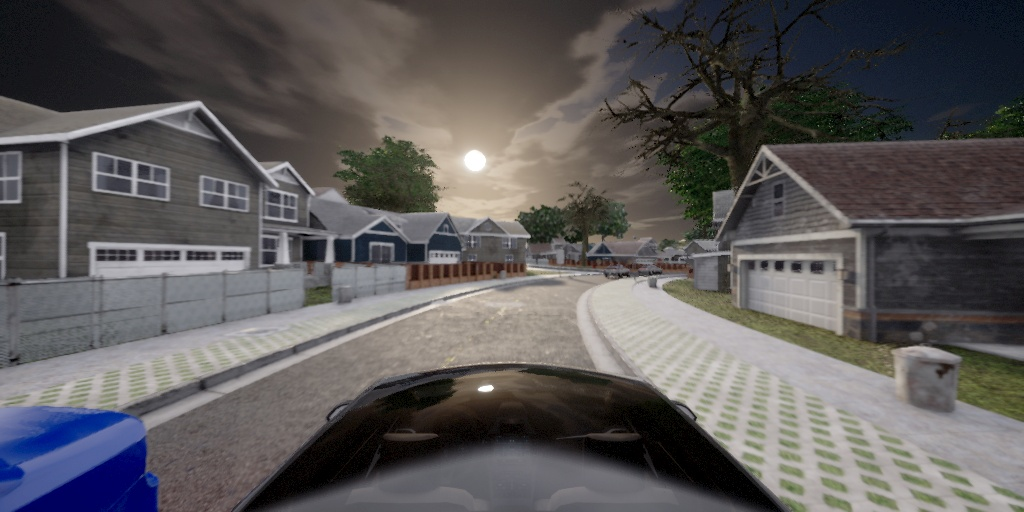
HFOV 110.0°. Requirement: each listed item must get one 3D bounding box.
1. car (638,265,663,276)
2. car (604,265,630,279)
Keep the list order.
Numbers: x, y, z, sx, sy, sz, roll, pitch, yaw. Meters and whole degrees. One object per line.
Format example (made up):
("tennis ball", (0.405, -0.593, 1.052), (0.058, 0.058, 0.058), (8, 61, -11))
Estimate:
("car", (19.447, 2.000, 50.348), (4.902, 1.511, 2.128), (1, -1, -43))
("car", (12.090, 1.759, 41.079), (2.128, 1.511, 4.902), (0, -1, 35))
